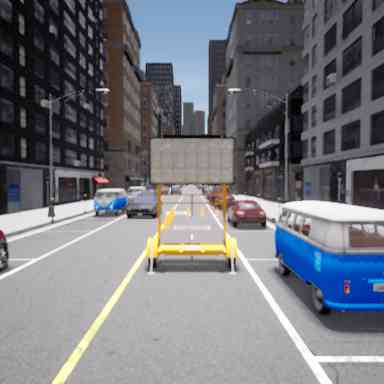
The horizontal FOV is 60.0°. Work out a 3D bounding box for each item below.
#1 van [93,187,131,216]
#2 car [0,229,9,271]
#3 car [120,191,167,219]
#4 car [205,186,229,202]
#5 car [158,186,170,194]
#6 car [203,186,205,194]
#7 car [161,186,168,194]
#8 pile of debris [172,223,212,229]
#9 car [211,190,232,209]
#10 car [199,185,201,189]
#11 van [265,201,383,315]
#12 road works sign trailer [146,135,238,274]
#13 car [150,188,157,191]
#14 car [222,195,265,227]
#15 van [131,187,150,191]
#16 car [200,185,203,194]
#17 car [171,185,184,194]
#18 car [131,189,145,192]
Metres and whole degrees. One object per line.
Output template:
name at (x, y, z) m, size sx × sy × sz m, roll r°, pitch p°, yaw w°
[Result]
van at (-5.669, 0.668, 23.334) m, size 1.690 × 1.788 × 3.998 m, roll 0°, pitch 2°, yaw 0°
car at (-5.669, 1.240, 6.838) m, size 1.967 × 1.590 × 4.097 m, roll 0°, pitch 2°, yaw 0°
car at (-3.096, 0.903, 22.364) m, size 2.033 × 1.411 × 5.357 m, roll 0°, pitch 2°, yaw 0°
car at (2.857, 0.329, 34.329) m, size 2.192 × 1.841 × 5.009 m, roll 0°, pitch 2°, yaw 0°
car at (-5.667, -0.479, 67.329) m, size 1.967 × 1.590 × 4.097 m, roll 0°, pitch 2°, yaw 0°
car at (2.858, 0.142, 45.332) m, size 1.967 × 1.590 × 4.097 m, roll 0°, pitch 2°, yaw 0°
car at (-5.667, -0.044, 56.334) m, size 1.947 × 1.339 × 4.313 m, roll 0°, pitch 2°, yaw 0°
pile of debris at (0.001, 1.688, 16.534) m, size 1.860 × 0.140 × 1.500 m, roll 0°, pitch 2°, yaw 0°
car at (2.858, 0.752, 28.838) m, size 1.802 × 1.307 × 4.206 m, roll 0°, pitch 2°, yaw 0°
car at (2.859, -0.353, 67.332) m, size 1.947 × 1.339 × 4.313 m, roll 0°, pitch 2°, yaw 0°
van at (2.856, 1.141, 6.835) m, size 1.690 × 1.788 × 3.998 m, roll 0°, pitch 2°, yaw 0°
road works sign trailer at (0.001, 0.188, 9.487) m, size 2.380 × 3.560 × 2.880 m, roll 0°, pitch 2°, yaw 0°
car at (-5.667, 0.423, 39.836) m, size 1.947 × 1.339 × 4.313 m, roll 0°, pitch 2°, yaw 0°
car at (2.857, 1.066, 17.840) m, size 1.802 × 1.307 × 4.206 m, roll 0°, pitch 2°, yaw 0°
van at (-5.668, 0.355, 34.331) m, size 1.690 × 1.788 × 3.998 m, roll 0°, pitch 2°, yaw 0°
car at (2.858, -0.059, 56.333) m, size 2.008 × 1.369 × 4.403 m, roll 0°, pitch 2°, yaw 0°
car at (-3.018, -0.265, 64.262) m, size 1.994 × 1.385 × 4.181 m, roll 0°, pitch 2°, yaw 1°
car at (-5.668, 0.721, 28.837) m, size 2.008 × 1.369 × 4.403 m, roll 0°, pitch 2°, yaw 0°
